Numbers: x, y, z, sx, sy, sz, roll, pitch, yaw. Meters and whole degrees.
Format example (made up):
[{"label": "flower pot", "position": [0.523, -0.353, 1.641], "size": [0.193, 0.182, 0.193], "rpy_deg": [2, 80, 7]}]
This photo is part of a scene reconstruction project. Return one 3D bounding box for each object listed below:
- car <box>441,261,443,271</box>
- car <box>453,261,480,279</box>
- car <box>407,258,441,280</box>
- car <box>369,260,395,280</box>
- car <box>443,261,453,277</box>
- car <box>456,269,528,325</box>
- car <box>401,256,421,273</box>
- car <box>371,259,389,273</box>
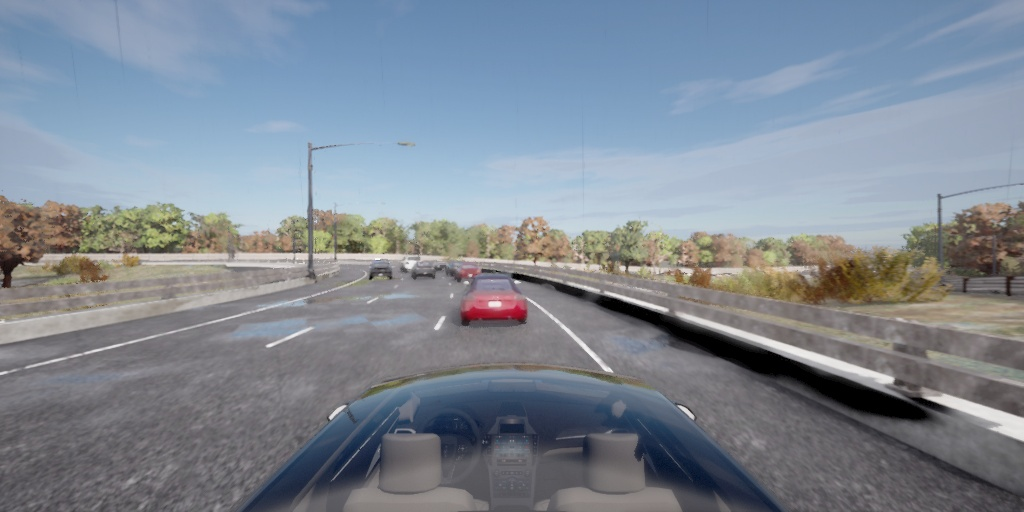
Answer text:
[{"label": "car", "position": [-9.235, 1.326, 45.871], "size": [1.895, 1.301, 4.718], "rpy_deg": [0, 0, -23]}, {"label": "car", "position": [-3.415, 1.250, 28.036], "size": [1.812, 1.442, 4.674], "rpy_deg": [0, 0, -12]}, {"label": "car", "position": [-7.878, 1.234, 31.834], "size": [2.128, 1.511, 4.902], "rpy_deg": [0, 0, -18]}, {"label": "car", "position": [-11.427, 1.267, 31.452], "size": [1.837, 1.490, 4.892], "rpy_deg": [0, 0, -18]}, {"label": "car", "position": [-5.446, 1.248, 35.685], "size": [1.812, 1.442, 4.674], "rpy_deg": [0, 0, -18]}, {"label": "car", "position": [-0.656, 1.300, 11.875], "size": [1.994, 1.385, 4.181], "rpy_deg": [0, 0, -5]}, {"label": "car", "position": [-12.488, 0.968, 44.577], "size": [2.150, 2.045, 5.566], "rpy_deg": [0, 0, -23]}, {"label": "car", "position": [-17.094, 1.243, 46.293], "size": [1.882, 1.535, 5.008], "rpy_deg": [0, 0, -25]}]
